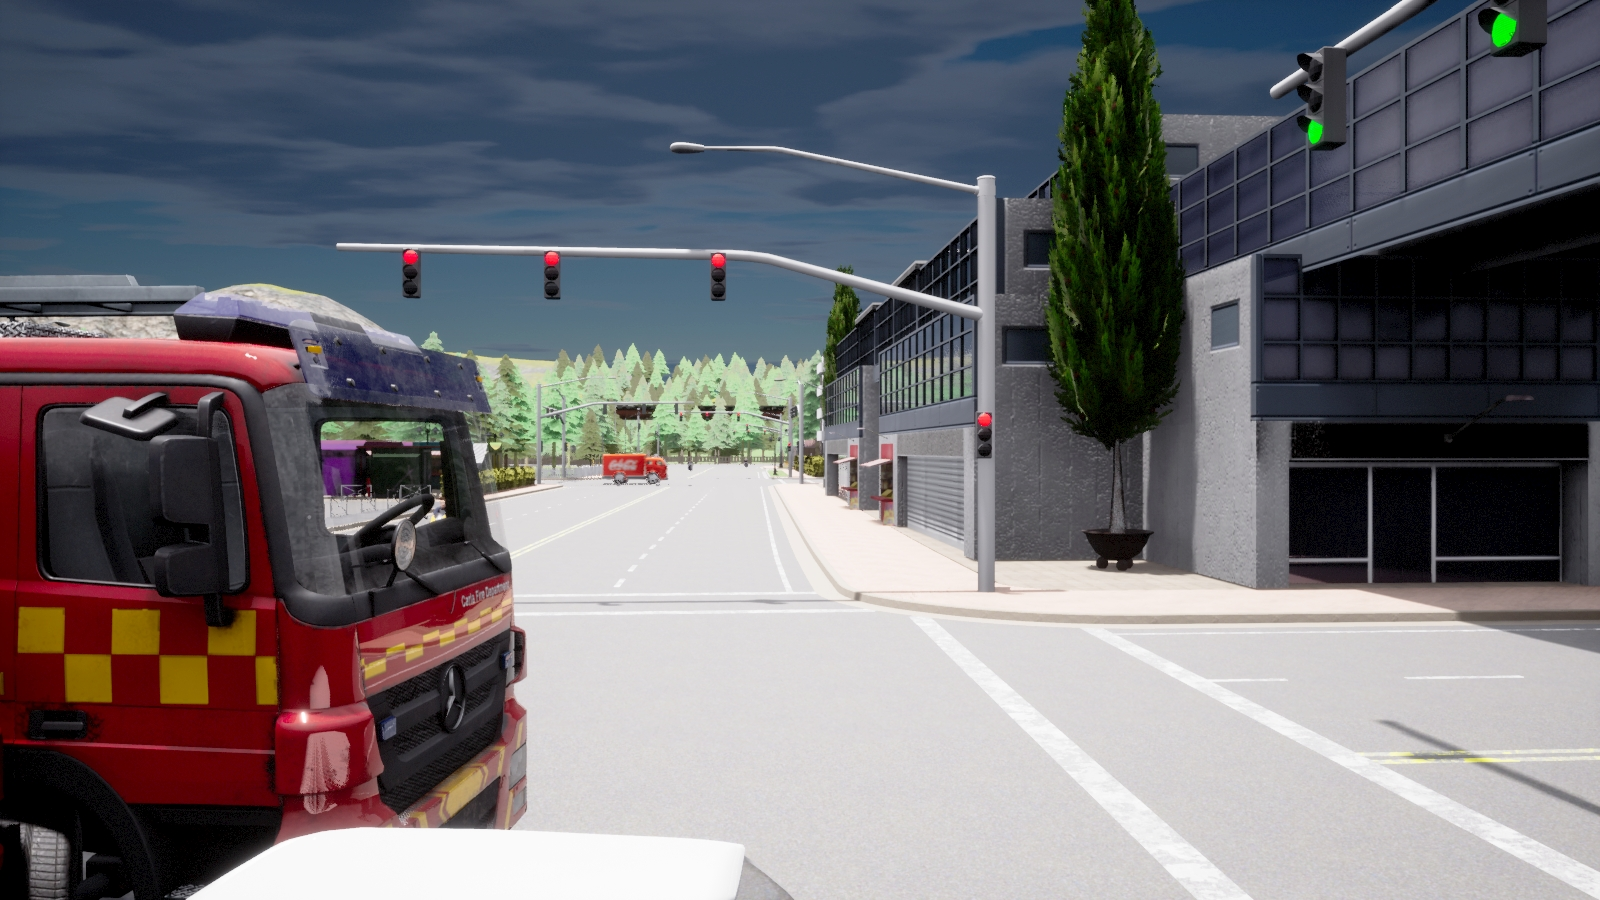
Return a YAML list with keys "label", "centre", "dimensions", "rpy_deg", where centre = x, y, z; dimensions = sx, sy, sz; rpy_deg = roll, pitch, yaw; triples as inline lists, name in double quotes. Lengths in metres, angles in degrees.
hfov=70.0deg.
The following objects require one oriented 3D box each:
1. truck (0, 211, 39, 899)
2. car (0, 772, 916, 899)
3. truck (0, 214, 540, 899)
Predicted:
- label: "truck"
  centre: [-7.587, 0.890, 3.490]
  dimensions: [8.468, 3.827, 2.891]
  rpy_deg: [0, 0, -3]
- label: "car"
  centre: [-1.549, 2.065, 3.579]
  dimensions: [3.806, 1.475, 1.970]
  rpy_deg: [0, 0, 5]
- label: "truck"
  centre: [-6.102, 0.890, 6.659]
  dimensions: [8.468, 3.827, 2.891]
  rpy_deg: [0, 0, 4]
